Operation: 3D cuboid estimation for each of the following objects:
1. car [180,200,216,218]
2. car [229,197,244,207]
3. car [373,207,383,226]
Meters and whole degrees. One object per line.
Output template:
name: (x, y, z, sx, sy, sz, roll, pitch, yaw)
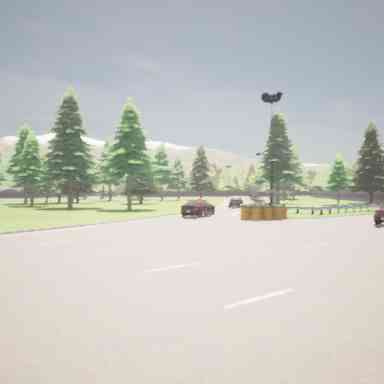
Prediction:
car: (0.651, 1.475, 30.352, 1.882, 1.535, 5.008, 0, 0, 23)
car: (6.638, 1.485, 49.453, 2.128, 1.511, 4.902, 0, 0, 13)
car: (13.961, 1.521, 22.314, 4.674, 1.442, 1.812, 0, 0, -36)
